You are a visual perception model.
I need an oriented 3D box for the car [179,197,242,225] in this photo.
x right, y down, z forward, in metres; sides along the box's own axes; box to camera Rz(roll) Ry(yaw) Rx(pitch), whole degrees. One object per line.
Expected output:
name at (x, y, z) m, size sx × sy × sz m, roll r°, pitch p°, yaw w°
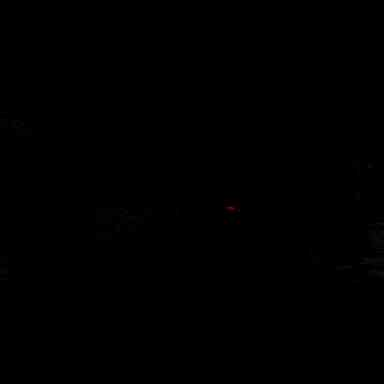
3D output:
car at (1.079, 1.372, 25.437) m, size 5.566 × 2.045 × 2.150 m, roll 0°, pitch 0°, yaw 32°
